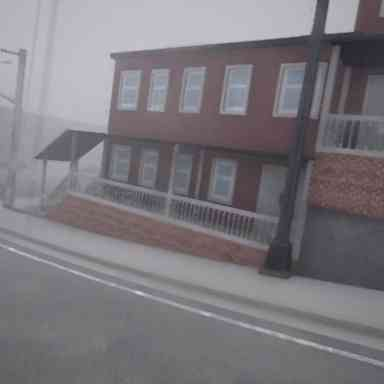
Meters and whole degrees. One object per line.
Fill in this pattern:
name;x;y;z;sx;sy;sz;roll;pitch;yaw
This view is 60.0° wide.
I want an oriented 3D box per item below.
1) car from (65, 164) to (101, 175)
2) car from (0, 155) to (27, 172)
car;-12.979;-2.780;40.778;1.895;1.301;4.718;12;7;35
car;-18.748;-2.863;32.751;1.812;1.442;4.674;12;7;35
